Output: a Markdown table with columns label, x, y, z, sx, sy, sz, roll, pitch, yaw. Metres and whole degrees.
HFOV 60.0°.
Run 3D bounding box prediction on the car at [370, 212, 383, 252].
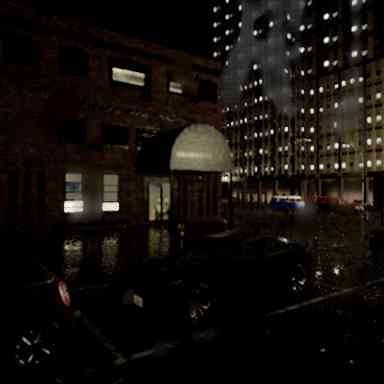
| label | x | y | z | sx | sy | sz | roll | pitch | yaw |
| --- | --- | --- | --- | --- | --- | --- | --- | --- | --- |
| car | 8.646 | 1.577 | 12.902 | 4.507 | 1.381 | 1.887 | 0 | 0 | -36 |

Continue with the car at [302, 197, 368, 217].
| label | x | y | z | sx | sy | sz | roll | pitch | yaw |
| --- | --- | --- | --- | --- | --- | --- | --- | --- | --- |
| car | 13.699 | 1.378 | 32.220 | 2.192 | 1.841 | 5.009 | 0 | 0 | -35 |

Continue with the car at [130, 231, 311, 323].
| label | x | y | z | sx | sy | sz | roll | pitch | yaw |
| --- | --- | --- | --- | --- | --- | --- | --- | --- | --- |
| car | 0.811 | 1.577 | 7.220 | 4.313 | 1.339 | 1.947 | 0 | 0 | -36 |

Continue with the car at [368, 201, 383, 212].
| label | x | y | z | sx | sy | sz | roll | pitch | yaw |
| --- | --- | --- | --- | --- | --- | --- | --- | --- | --- |
| car | 20.570 | 1.589 | 37.020 | 2.008 | 1.369 | 4.403 | 0 | 0 | -35 |

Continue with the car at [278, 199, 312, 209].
| label | x | y | z | sx | sy | sz | roll | pitch | yaw |
| --- | --- | --- | --- | --- | --- | --- | --- | --- | --- |
| car | 14.224 | 1.604 | 46.105 | 1.802 | 1.307 | 4.206 | 0 | 0 | -35 |

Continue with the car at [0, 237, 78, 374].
| label | x | y | z | sx | sy | sz | roll | pitch | yaw |
| --- | --- | --- | --- | --- | --- | --- | --- | --- | --- |
| car | -3.649 | 1.438 | 3.963 | 4.097 | 1.590 | 1.967 | 0 | 0 | -36 |

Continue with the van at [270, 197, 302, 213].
| label | x | y | z | sx | sy | sz | roll | pitch | yaw |
| --- | --- | --- | --- | --- | --- | --- | --- | --- | --- |
| van | 10.526 | 1.396 | 36.762 | 1.690 | 1.788 | 3.998 | 0 | 0 | -35 |

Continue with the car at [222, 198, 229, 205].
| label | x | y | z | sx | sy | sz | roll | pitch | yaw |
| --- | --- | --- | --- | --- | --- | --- | --- | --- | --- |
| car | 4.607 | 1.528 | 59.871 | 1.752 | 1.417 | 4.829 | 0 | 0 | -35 |
